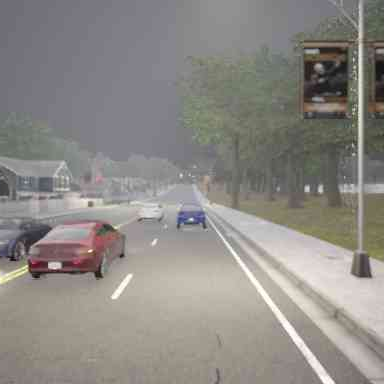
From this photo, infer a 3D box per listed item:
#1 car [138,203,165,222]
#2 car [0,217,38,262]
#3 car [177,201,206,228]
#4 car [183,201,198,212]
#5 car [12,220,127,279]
[{"bbox_3d":[-3.328,1.642,27.793,1.812,1.442,4.674,0,0,0],"label":"car"},{"bbox_3d":[-6.672,1.612,12.183,1.994,1.385,4.181,0,0,0],"label":"car"},{"bbox_3d":[-0.049,1.558,23.087,1.882,1.535,5.008,0,0,0],"label":"car"},{"bbox_3d":[-0.187,1.830,43.357,1.895,1.301,4.718,0,-1,0],"label":"car"},{"bbox_3d":[-3.206,1.554,10.033,1.812,1.442,4.674,0,0,0],"label":"car"}]
